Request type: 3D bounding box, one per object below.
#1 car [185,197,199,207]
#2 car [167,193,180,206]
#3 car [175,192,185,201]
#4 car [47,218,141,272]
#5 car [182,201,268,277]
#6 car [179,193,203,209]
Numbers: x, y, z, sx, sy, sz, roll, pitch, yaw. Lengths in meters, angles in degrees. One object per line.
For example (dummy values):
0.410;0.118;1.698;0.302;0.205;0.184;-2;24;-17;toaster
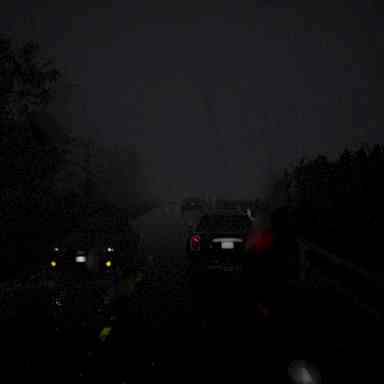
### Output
0.049;1.391;46.924;1.895;1.301;4.718;0;0;0;car
-2.842;1.293;51.137;1.812;1.442;4.674;0;1;0;car
-2.755;0.971;75.212;2.097;1.767;4.553;0;0;0;car
-2.851;1.523;10.518;1.994;1.385;4.181;0;0;0;car
0.900;1.312;10.273;2.097;1.767;4.553;0;0;1;car
0.054;1.204;34.805;2.097;1.767;4.553;0;0;0;car
